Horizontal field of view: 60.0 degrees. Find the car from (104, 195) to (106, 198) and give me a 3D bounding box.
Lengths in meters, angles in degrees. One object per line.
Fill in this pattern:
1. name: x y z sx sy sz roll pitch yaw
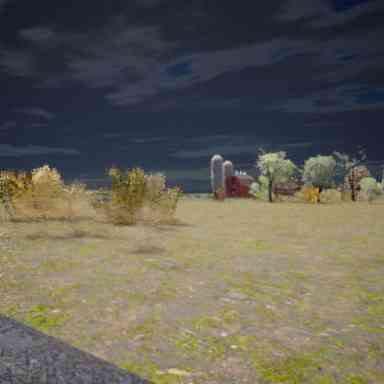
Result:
1. car: -17.268 1.423 68.391 1.837 1.490 4.892 -1 -1 36
